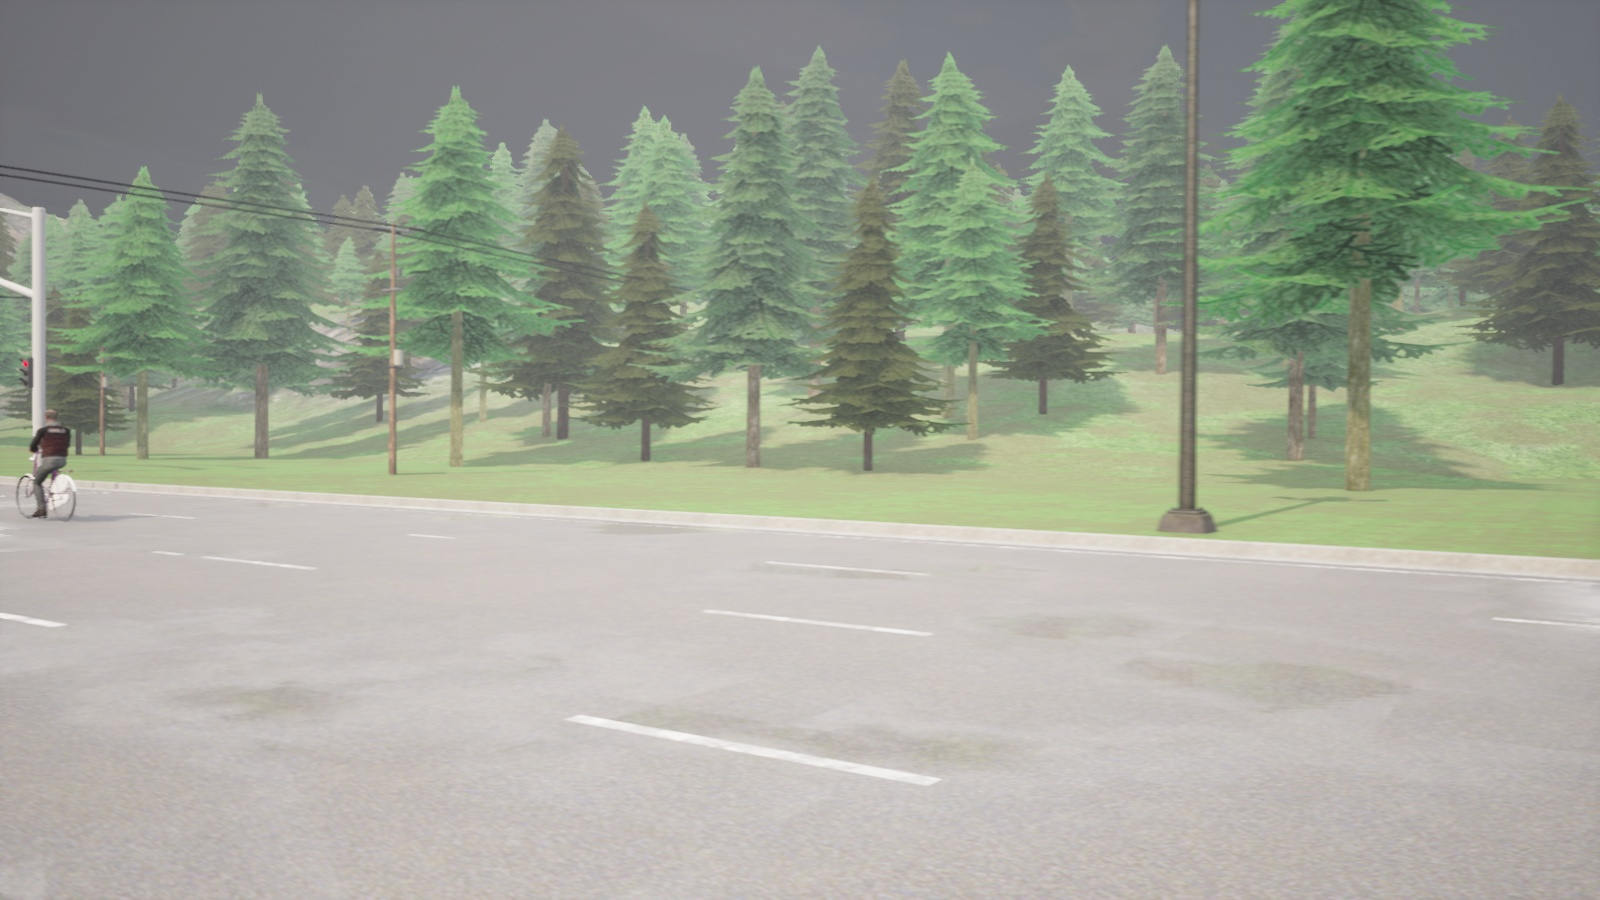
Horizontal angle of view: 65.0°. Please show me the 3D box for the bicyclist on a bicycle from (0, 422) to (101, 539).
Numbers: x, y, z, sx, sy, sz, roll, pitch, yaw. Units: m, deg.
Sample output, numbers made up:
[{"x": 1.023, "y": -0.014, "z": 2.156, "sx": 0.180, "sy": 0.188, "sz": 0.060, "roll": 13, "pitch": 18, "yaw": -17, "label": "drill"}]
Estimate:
[{"x": -11.882, "y": 0.454, "z": 19.856, "sx": 1.843, "sy": 1.776, "sz": 0.659, "roll": 0, "pitch": 1, "yaw": 33, "label": "bicyclist on a bicycle"}]
